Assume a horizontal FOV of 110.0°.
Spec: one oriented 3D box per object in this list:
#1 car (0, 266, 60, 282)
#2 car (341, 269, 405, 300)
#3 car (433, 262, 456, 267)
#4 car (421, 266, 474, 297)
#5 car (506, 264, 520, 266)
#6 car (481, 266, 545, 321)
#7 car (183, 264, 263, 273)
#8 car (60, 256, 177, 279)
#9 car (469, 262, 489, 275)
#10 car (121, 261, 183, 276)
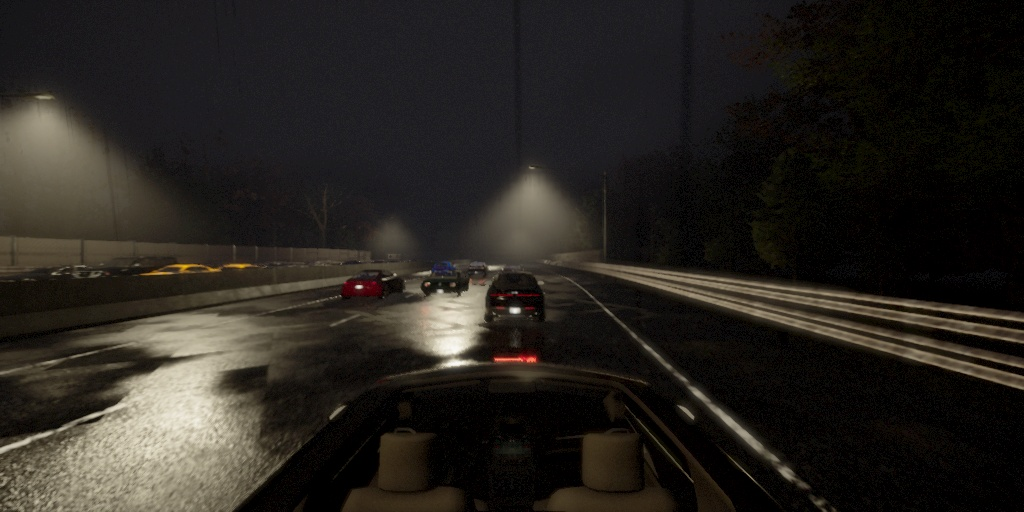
[{"bbox_3d":[-27.645,1.319,21.924,1.837,1.490,4.892,0,0,-2],"label":"car"},{"bbox_3d":[-6.904,1.367,18.196,1.994,1.385,4.181,0,0,0],"label":"car"},{"bbox_3d":[-6.904,1.350,36.806,1.882,1.535,5.008,0,0,0],"label":"car"},{"bbox_3d":[-3.402,1.407,19.301,1.895,1.301,4.718,0,0,0],"label":"car"},{"bbox_3d":[0.096,1.397,31.079,2.033,1.411,5.357,0,0,0],"label":"car"},{"bbox_3d":[0.094,1.291,12.613,1.837,1.490,4.892,0,0,0],"label":"car"},{"bbox_3d":[-17.602,1.296,22.877,1.882,1.535,5.008,0,0,0],"label":"car"},{"bbox_3d":[-24.603,1.041,23.275,2.150,2.045,5.566,0,0,0],"label":"car"},{"bbox_3d":[-3.405,1.362,36.478,2.128,1.511,4.902,0,0,0],"label":"car"},{"bbox_3d":[-21.103,1.296,22.850,1.882,1.535,5.008,0,0,0],"label":"car"}]
